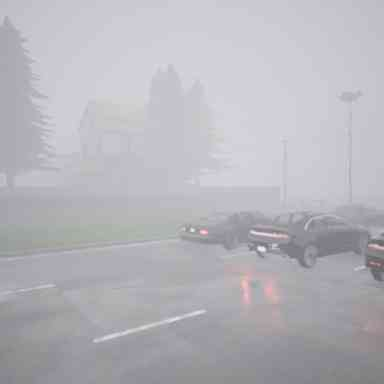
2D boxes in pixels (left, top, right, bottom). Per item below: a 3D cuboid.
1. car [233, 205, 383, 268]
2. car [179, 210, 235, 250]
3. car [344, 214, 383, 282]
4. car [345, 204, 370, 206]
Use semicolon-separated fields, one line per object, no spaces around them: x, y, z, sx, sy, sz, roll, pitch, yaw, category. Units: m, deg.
3.963;1.387;10.880;4.902;1.511;2.128;-1;0;-35;car
2.063;1.442;13.797;5.357;1.411;2.033;-1;0;-36;car
6.155;1.383;8.143;4.902;1.511;2.128;-1;0;-35;car
9.582;1.356;19.166;4.181;1.385;1.994;-1;0;-35;car
